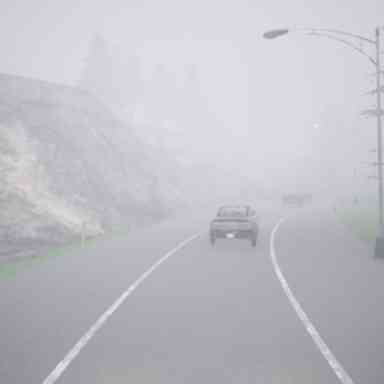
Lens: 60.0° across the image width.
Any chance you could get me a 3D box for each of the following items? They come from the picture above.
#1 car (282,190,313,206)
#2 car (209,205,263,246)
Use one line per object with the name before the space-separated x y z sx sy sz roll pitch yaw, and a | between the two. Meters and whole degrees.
car | 10.403 0.491 32.665 1.882 1.535 5.008 -2 2 35
car | 1.965 1.307 14.407 2.128 1.511 4.902 -1 1 14
